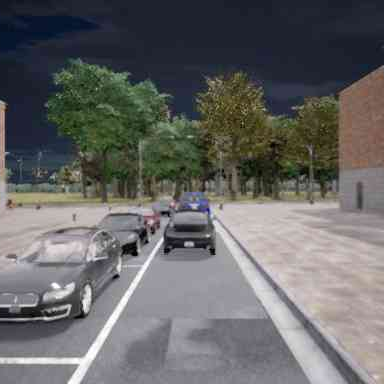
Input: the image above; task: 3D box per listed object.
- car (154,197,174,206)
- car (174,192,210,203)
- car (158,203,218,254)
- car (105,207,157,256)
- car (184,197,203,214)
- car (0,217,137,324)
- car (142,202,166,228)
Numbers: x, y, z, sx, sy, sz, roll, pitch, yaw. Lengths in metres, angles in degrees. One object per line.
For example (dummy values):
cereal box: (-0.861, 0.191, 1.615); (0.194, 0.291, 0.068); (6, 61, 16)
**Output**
car: (-2.613, 1.359, 28.871); (1.947, 1.339, 4.313); (-1, 0, 0)
car: (0.127, 1.049, 23.645); (2.150, 2.045, 5.566); (0, 0, 0)
car: (-0.051, 1.410, 13.095); (1.837, 1.490, 4.892); (0, 0, 1)
car: (-2.632, 1.474, 12.566); (1.947, 1.339, 4.313); (-1, 0, 0)
car: (0.095, 1.265, 33.534); (1.837, 1.490, 4.892); (0, 0, -1)
car: (-2.639, 1.498, 7.132); (2.008, 1.369, 4.403); (-1, 0, 0)
car: (-2.626, 1.452, 18.001); (1.802, 1.307, 4.206); (-1, 0, 0)
